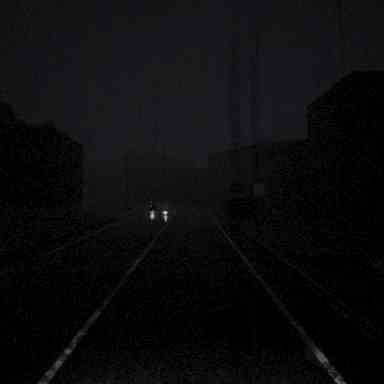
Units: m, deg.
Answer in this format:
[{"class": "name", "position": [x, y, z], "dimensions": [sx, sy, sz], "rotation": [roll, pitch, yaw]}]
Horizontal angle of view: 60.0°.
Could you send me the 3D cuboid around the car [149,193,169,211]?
[{"class": "car", "position": [-4.026, 1.156, 40.659], "dimensions": [2.150, 2.045, 5.566], "rotation": [0, 0, -5]}]
